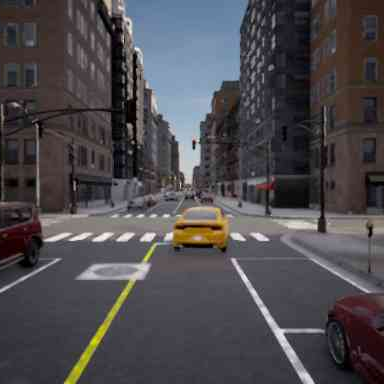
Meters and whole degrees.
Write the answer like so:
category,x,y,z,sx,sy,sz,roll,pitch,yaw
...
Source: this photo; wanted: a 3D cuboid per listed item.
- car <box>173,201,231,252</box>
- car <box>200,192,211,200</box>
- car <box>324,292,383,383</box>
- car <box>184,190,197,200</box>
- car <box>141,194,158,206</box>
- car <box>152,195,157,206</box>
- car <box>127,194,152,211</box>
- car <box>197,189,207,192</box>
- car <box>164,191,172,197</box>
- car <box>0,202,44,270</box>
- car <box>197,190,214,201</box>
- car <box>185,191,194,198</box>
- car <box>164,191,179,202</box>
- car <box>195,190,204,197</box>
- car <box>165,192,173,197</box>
category,x,y,z,sx,sy,sz,roll,pitch,yaw
car,0.497,1.330,13.307,1.882,1.535,5.008,0,1,7
car,2.527,0.773,64.697,1.837,1.490,4.892,0,1,0
car,2.616,1.550,2.775,1.802,1.307,4.206,0,1,0
car,-0.445,0.793,62.965,1.837,1.490,4.892,0,0,0
car,-5.734,1.018,45.333,1.752,1.417,4.829,0,1,0
car,-5.693,1.097,40.050,1.887,1.381,4.507,0,1,0
car,-5.652,1.164,34.596,2.008,1.369,4.403,0,1,0
car,2.434,0.416,71.723,2.150,2.045,5.566,0,1,0
car,-6.024,0.578,83.506,1.752,1.417,4.829,0,1,0
car,-5.450,1.223,8.132,2.192,1.841,5.009,0,1,0
car,2.249,0.868,51.009,1.967,1.590,4.097,0,1,0
car,-0.567,0.592,74.248,1.882,1.535,5.008,0,1,0
car,-3.236,0.952,54.455,1.994,1.385,4.181,0,1,0
car,1.956,0.305,89.184,2.192,1.841,5.009,0,1,0
car,-6.067,0.572,89.129,1.802,1.307,4.206,0,1,0
